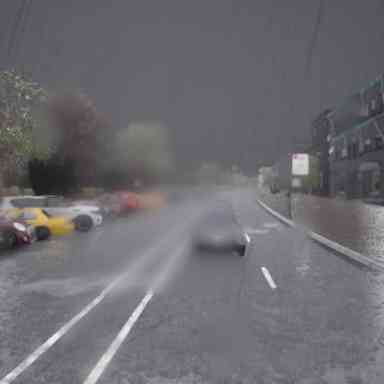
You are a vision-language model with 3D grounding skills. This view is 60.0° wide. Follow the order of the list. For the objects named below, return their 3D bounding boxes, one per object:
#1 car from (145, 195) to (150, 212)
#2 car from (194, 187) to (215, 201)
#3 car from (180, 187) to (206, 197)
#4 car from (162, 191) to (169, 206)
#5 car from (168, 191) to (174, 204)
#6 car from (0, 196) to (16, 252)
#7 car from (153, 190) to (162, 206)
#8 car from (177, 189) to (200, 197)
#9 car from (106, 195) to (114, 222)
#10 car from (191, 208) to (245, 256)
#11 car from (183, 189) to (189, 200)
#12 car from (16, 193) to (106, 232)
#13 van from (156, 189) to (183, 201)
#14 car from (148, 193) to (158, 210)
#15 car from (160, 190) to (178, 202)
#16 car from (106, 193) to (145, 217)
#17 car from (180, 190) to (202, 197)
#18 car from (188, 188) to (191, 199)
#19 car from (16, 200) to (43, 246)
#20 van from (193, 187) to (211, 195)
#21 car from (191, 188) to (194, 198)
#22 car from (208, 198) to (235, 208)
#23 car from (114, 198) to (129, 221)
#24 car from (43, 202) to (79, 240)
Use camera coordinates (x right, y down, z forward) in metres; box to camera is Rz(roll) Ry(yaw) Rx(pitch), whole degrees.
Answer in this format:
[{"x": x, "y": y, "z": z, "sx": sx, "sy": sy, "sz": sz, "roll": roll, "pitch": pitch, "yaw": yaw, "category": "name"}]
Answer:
[{"x": -6.708, "y": 1.305, "z": 30.722, "sx": 4.892, "sy": 1.521, "sz": 2.231, "roll": -1, "pitch": 1, "yaw": -14, "category": "car"}, {"x": 2.222, "y": 0.375, "z": 57.425, "sx": 2.150, "sy": 2.045, "sz": 5.566, "roll": 0, "pitch": 1, "yaw": 9, "category": "car"}, {"x": 0.241, "y": -0.062, "z": 77.710, "sx": 5.566, "sy": 2.045, "sz": 2.435, "roll": -1, "pitch": 1, "yaw": -10, "category": "car"}, {"x": -5.800, "y": 1.093, "z": 39.522, "sx": 5.366, "sy": 1.575, "sz": 1.946, "roll": -1, "pitch": 2, "yaw": -13, "category": "car"}, {"x": -5.229, "y": 1.018, "z": 42.508, "sx": 5.008, "sy": 1.535, "sz": 2.097, "roll": -1, "pitch": 2, "yaw": -13, "category": "car"}, {"x": -8.782, "y": 1.234, "z": 10.021, "sx": 5.566, "sy": 2.045, "sz": 2.435, "roll": -1, "pitch": 0, "yaw": -15, "category": "car"}, {"x": -6.022, "y": 1.040, "z": 36.614, "sx": 4.553, "sy": 1.767, "sz": 2.185, "roll": -1, "pitch": 1, "yaw": -13, "category": "car"}, {"x": -0.732, "y": 0.192, "z": 71.872, "sx": 4.553, "sy": 1.767, "sz": 2.185, "roll": -1, "pitch": 1, "yaw": -10, "category": "car"}, {"x": -7.647, "y": 1.315, "z": 21.855, "sx": 4.553, "sy": 1.767, "sz": 2.185, "roll": -1, "pitch": 1, "yaw": -14, "category": "car"}, {"x": 1.075, "y": 1.571, "z": 13.298, "sx": 1.994, "sy": 1.385, "sz": 4.181, "roll": 0, "pitch": 0, "yaw": 6, "category": "car"}, {"x": -3.595, "y": 0.728, "z": 54.281, "sx": 5.008, "sy": 1.535, "sz": 2.097, "roll": -1, "pitch": 1, "yaw": -12, "category": "car"}, {"x": -7.953, "y": 1.215, "z": 18.899, "sx": 5.566, "sy": 2.045, "sz": 2.435, "roll": -1, "pitch": 0, "yaw": -14, "category": "car"}, {"x": -4.135, "y": 0.577, "z": 51.303, "sx": 4.442, "sy": 1.987, "sz": 1.878, "roll": -1, "pitch": 2, "yaw": -12, "category": "van"}, {"x": -6.347, "y": 1.237, "z": 33.668, "sx": 5.008, "sy": 1.535, "sz": 2.097, "roll": -1, "pitch": 2, "yaw": -13, "category": "car"}, {"x": -4.849, "y": 0.946, "z": 45.460, "sx": 5.008, "sy": 1.535, "sz": 2.097, "roll": -1, "pitch": 1, "yaw": -12, "category": "car"}, {"x": -7.068, "y": 1.109, "z": 27.748, "sx": 5.566, "sy": 2.045, "sz": 2.435, "roll": -1, "pitch": 1, "yaw": -14, "category": "car"}, {"x": -0.254, "y": 0.293, "z": 74.804, "sx": 4.674, "sy": 1.452, "sz": 2.002, "roll": -1, "pitch": 1, "yaw": -10, "category": "car"}, {"x": -3.115, "y": 0.532, "z": 57.211, "sx": 4.553, "sy": 1.767, "sz": 2.185, "roll": -1, "pitch": 2, "yaw": -11, "category": "car"}, {"x": -8.573, "y": 1.362, "z": 12.960, "sx": 4.553, "sy": 1.767, "sz": 2.185, "roll": -1, "pitch": 0, "yaw": -15, "category": "car"}, {"x": 2.596, "y": -0.287, "z": 89.413, "sx": 4.442, "sy": 1.987, "sz": 1.878, "roll": -1, "pitch": 1, "yaw": -9, "category": "van"}, {"x": -2.687, "y": 0.588, "z": 60.147, "sx": 5.008, "sy": 1.535, "sz": 2.097, "roll": -1, "pitch": 2, "yaw": -11, "category": "car"}, {"x": 2.310, "y": 1.446, "z": 25.773, "sx": 2.033, "sy": 1.411, "sz": 5.357, "roll": 0, "pitch": 1, "yaw": 7, "category": "car"}, {"x": -7.390, "y": 1.436, "z": 24.796, "sx": 4.792, "sy": 1.488, "sz": 2.163, "roll": -1, "pitch": 1, "yaw": -14, "category": "car"}, {"x": -8.444, "y": 1.481, "z": 15.869, "sx": 5.366, "sy": 1.575, "sz": 1.946, "roll": -1, "pitch": 0, "yaw": -15, "category": "car"}]
